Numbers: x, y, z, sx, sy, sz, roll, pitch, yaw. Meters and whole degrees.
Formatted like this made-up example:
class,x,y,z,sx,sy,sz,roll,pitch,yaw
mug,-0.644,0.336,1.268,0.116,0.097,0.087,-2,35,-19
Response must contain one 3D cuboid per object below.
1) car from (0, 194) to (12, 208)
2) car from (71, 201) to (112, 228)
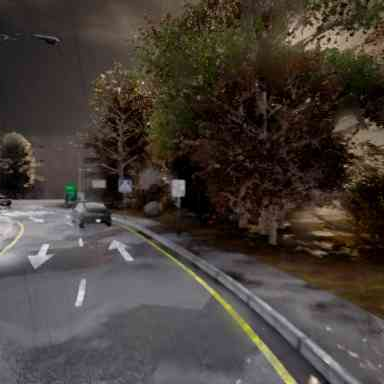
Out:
class,x,y,z,sx,sy,sz,roll,pitch,yaw
car,-21.216,0.975,35.374,4.902,1.511,2.128,1,0,30
car,-6.458,1.321,21.119,1.837,1.490,4.892,0,2,-27
